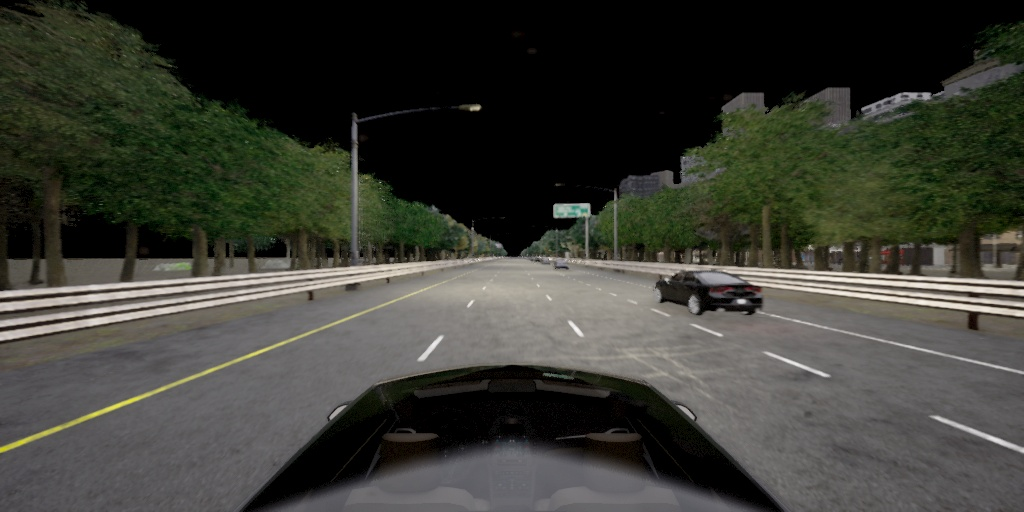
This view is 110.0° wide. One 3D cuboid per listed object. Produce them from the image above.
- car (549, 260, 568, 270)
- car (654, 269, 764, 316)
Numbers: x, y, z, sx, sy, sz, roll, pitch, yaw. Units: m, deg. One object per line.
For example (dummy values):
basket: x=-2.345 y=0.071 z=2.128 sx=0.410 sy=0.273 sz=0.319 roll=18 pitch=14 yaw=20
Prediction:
car: x=7.149 y=1.291 z=53.455 sx=2.033 sy=1.411 sz=5.357 roll=0 pitch=0 yaw=0
car: x=7.007 y=1.234 z=13.421 sx=1.882 sy=1.535 sz=5.008 roll=0 pitch=0 yaw=0
